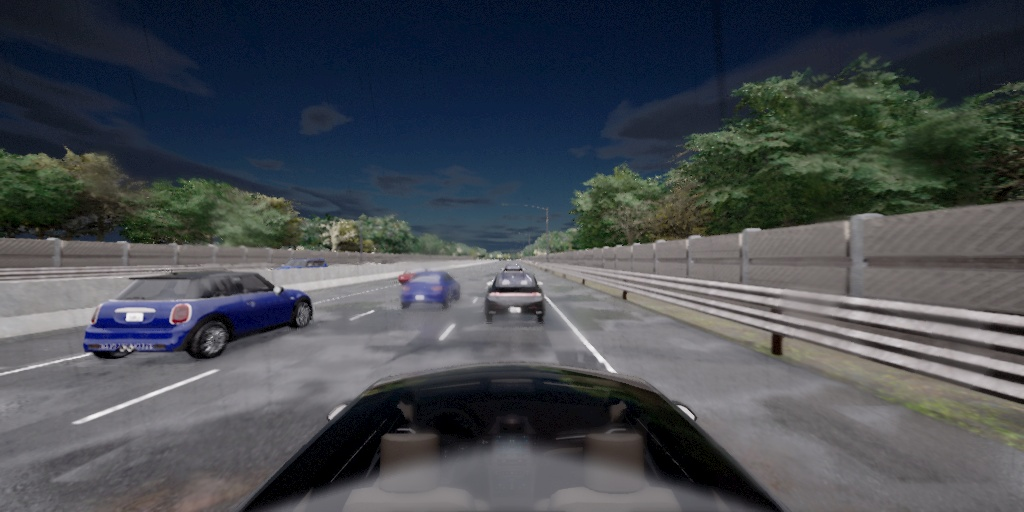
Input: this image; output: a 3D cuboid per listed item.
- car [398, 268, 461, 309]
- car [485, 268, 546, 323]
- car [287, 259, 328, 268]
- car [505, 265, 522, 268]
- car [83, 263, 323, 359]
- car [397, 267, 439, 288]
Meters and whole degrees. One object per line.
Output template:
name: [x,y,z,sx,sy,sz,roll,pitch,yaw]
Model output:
car: [-3.392,1.376,15.515,1.812,1.442,4.674,0,0,0]
car: [0.105,1.319,12.441,2.128,1.511,4.902,0,0,0]
car: [-17.486,1.238,29.914,2.150,2.045,5.566,0,0,0]
car: [0.115,1.460,30.469,2.128,1.511,4.902,0,0,0]
car: [-6.896,1.151,8.680,2.097,1.767,4.553,0,0,0]
car: [-6.886,1.539,26.843,1.895,1.301,4.718,0,0,0]
